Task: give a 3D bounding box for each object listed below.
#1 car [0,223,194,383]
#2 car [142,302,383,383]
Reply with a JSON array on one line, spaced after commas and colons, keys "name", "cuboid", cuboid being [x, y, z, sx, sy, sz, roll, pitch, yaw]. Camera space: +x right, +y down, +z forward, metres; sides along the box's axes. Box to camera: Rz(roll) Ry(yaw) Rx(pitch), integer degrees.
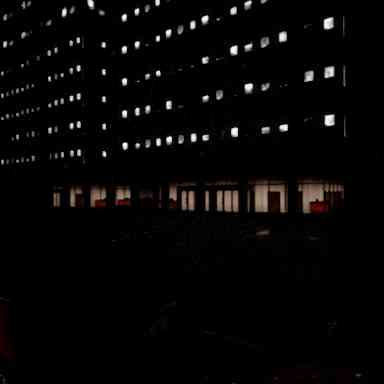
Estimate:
[{"name": "car", "cuboid": [-2.257, 1.356, 4.480, 5.009, 1.841, 2.192, -1, 0, 35]}, {"name": "car", "cuboid": [2.193, 1.514, 1.307, 4.829, 1.417, 1.752, -1, 0, 35]}]
